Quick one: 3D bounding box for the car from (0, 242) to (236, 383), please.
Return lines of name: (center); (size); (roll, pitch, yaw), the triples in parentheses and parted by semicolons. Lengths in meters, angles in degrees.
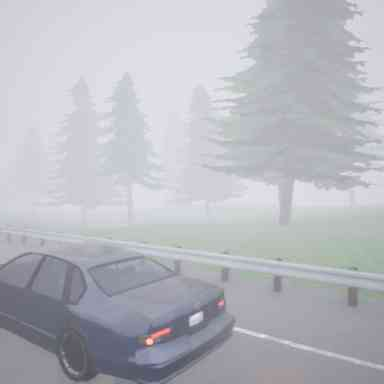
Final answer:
car: (-1.965, 1.578, 5.481); (5.357, 1.411, 2.033); (0, 0, 37)
